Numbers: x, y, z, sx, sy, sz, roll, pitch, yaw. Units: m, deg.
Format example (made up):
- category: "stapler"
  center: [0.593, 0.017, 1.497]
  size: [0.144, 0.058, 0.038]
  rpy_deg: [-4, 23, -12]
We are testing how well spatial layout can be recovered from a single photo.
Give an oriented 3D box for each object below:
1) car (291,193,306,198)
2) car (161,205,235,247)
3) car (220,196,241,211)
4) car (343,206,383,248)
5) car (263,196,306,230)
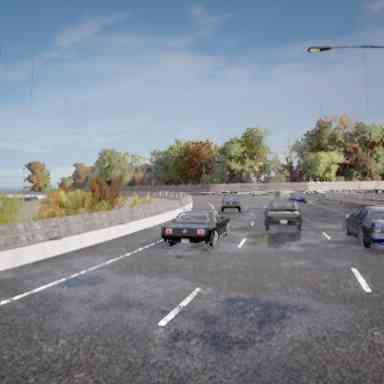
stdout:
- category: "car"
  center: [14.571, 0.784, 45.818]
  size: [1.994, 1.385, 4.181]
  rpy_deg: [-1, 1, 16]
- category: "car"
  center: [0.374, 1.428, 14.090]
  size: [1.895, 1.301, 4.718]
  rpy_deg: [-1, 1, 16]
- category: "car"
  center: [3.851, 1.088, 33.346]
  size: [2.033, 1.411, 5.357]
  rpy_deg: [-1, 1, 5]
- category: "car"
  center: [7.373, 1.274, 13.152]
  size: [2.033, 1.411, 5.357]
  rpy_deg: [-1, 1, 15]
- category: "car"
  center: [5.006, 1.191, 18.499]
  size: [2.128, 1.511, 4.902]
  rpy_deg: [-1, 1, 13]
